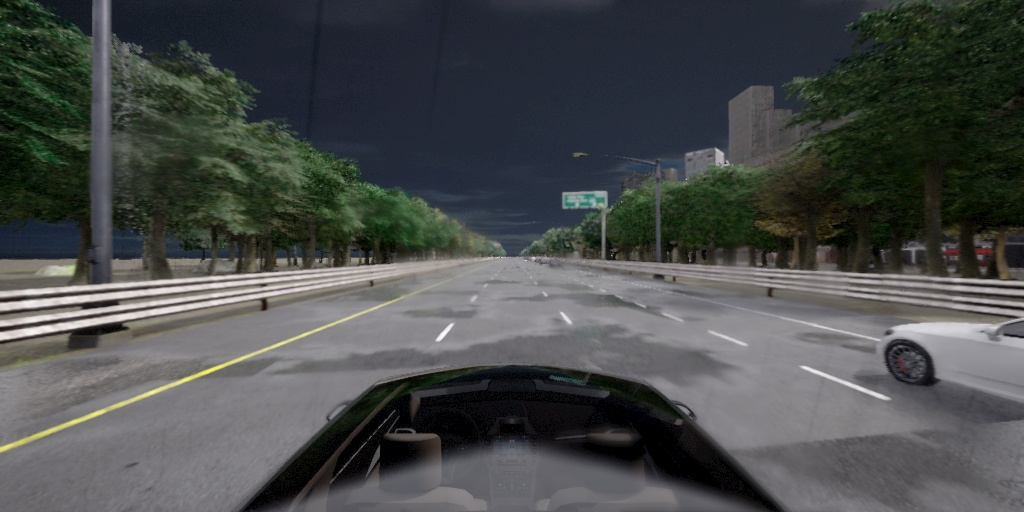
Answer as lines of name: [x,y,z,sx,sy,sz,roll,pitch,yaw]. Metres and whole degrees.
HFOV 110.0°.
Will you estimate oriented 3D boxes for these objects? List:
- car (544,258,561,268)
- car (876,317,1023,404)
car: [7.124,1.221,59.972,2.128,1.511,4.902,0,0,0]
car: [6.998,1.281,3.998,1.812,1.442,4.674,0,0,0]
